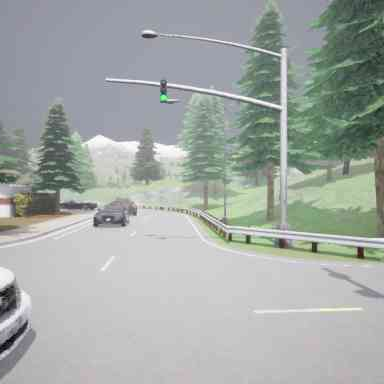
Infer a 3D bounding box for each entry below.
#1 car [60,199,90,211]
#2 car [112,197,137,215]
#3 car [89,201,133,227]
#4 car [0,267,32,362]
[{"bbox_3d":[-13.749,1.546,39.673,4.718,1.301,1.895,0,0,11],"label":"car"},{"bbox_3d":[-6.754,1.304,32.313,2.097,1.767,4.553,0,0,-22],"label":"car"},{"bbox_3d":[-5.376,1.529,22.585,1.994,1.385,4.181,0,0,-5],"label":"car"},{"bbox_3d":[-5.022,1.336,3.995,5.566,2.045,2.150,1,0,-4],"label":"car"}]
